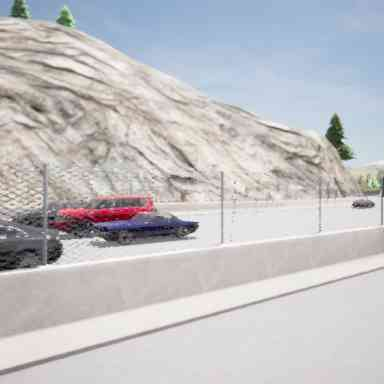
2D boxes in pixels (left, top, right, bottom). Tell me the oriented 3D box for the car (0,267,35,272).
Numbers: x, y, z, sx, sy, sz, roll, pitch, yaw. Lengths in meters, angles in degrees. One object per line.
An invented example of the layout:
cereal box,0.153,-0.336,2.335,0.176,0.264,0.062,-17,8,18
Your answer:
car,-5.868,1.492,8.409,4.902,1.511,2.128,0,0,-36
